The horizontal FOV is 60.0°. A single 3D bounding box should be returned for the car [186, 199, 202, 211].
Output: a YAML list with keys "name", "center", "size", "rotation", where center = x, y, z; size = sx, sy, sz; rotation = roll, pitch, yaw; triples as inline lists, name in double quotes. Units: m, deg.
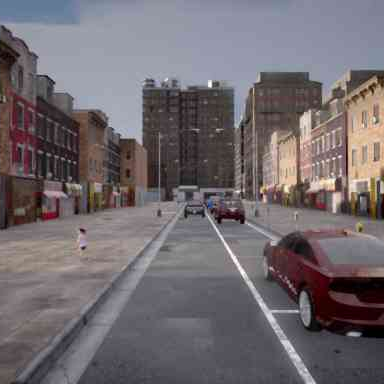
- name: "car"
  center: [0.291, 1.683, 44.134]
  size: [2.033, 1.411, 5.357]
  rotation: [0, 0, 1]

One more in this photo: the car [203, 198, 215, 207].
- name: "car"
  center: [2.970, 1.803, 57.838]
  size: [1.802, 1.307, 4.206]
  rotation: [1, 0, 0]

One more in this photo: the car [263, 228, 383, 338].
- name: "car"
  center: [2.786, 1.486, 6.866]
  size: [1.882, 1.535, 5.008]
  rotation: [0, 0, 0]

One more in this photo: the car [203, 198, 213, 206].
- name: "car"
  center: [3.000, 1.840, 63.277]
  size: [1.802, 1.307, 4.206]
  rotation: [1, 0, 0]

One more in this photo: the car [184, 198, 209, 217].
- name: "car"
  center: [0.250, 1.566, 31.522]
  size: [2.128, 1.511, 4.902]
  rotation: [0, 0, 1]

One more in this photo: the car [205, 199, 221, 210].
- name: "car"
  center: [2.911, 1.697, 46.962]
  size: [1.887, 1.381, 4.507]
  rotation: [1, 0, 0]

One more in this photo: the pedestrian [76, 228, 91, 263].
- name: "pedestrian"
  center: [-3.264, 1.535, 9.923]
  size: [0.500, 1.100, 0.500]
  rotation: [1, -1, 0]

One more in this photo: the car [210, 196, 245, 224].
- name: "car"
  center: [2.796, 1.367, 25.211]
  size: [2.192, 1.841, 5.009]
  rotation: [1, 0, 0]
